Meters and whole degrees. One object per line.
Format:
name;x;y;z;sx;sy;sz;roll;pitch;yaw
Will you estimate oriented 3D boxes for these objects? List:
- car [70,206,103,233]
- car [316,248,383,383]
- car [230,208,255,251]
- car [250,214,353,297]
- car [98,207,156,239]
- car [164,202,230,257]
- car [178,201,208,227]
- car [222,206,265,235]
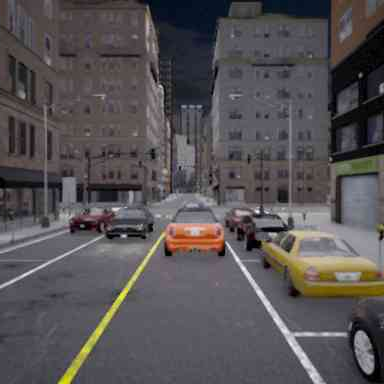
car;-5.673;1.516;19.429;1.887;1.381;4.507;-1;0;0
car;2.865;1.547;2.671;2.008;1.369;4.403;-1;0;0
car;2.870;1.546;13.843;1.947;1.339;4.313;-1;0;0
car;2.867;1.514;8.426;1.752;1.417;4.829;-1;0;0
car;-2.997;1.554;17.300;2.033;1.411;5.357;0;0;0
car;0.101;1.338;13.036;2.097;1.767;4.553;0;1;0
car;0.108;1.444;23.328;1.882;1.535;5.008;0;0;1
car;2.873;1.554;19.428;1.802;1.307;4.206;-1;0;0
